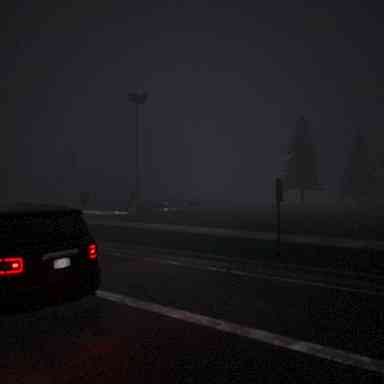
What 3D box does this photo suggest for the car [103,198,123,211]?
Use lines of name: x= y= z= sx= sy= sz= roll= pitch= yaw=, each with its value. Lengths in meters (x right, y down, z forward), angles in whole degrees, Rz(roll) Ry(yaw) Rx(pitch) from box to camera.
car: x=-8.850 y=1.585 z=43.602 sx=2.097 sy=1.767 sz=4.553 roll=-1 pitch=0 yaw=35

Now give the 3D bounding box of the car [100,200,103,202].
car: x=-11.698 y=1.783 z=45.600 sx=1.812 sy=1.442 sz=4.674 roll=0 pitch=0 yaw=34

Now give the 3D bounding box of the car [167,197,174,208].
car: x=-3.378 y=1.585 z=51.432 sx=2.097 sy=1.767 sz=4.553 roll=-1 pitch=0 yaw=35

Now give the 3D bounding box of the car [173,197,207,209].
car: x=-0.187 y=1.713 z=49.887 sx=1.837 sy=1.490 sz=4.892 roll=-1 pitch=0 yaw=35

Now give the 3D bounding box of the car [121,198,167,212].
car: x=-5.916 y=1.755 z=41.689 sx=2.033 sy=1.411 sz=5.357 roll=-1 pitch=0 yaw=35

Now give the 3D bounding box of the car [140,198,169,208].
car: x=-5.964 y=1.763 z=53.837 sx=1.837 sy=1.490 sz=4.892 roll=-1 pitch=0 yaw=35

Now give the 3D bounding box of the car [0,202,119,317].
car: x=-4.336 y=1.277 z=7.048 sx=5.566 sy=2.045 sz=2.150 roll=0 pitch=0 yaw=35

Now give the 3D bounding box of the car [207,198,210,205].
car: x=2.334 y=1.834 z=59.574 sx=1.895 sy=1.301 sz=4.718 roll=-1 pitch=0 yaw=35

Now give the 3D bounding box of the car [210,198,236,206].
car: x=5.897 y=1.755 z=58.577 sx=2.033 sy=1.411 sz=5.357 roll=-1 pitch=0 yaw=35

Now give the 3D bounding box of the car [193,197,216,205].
car: x=2.509 y=1.806 z=65.859 sx=2.033 sy=1.411 sz=5.357 roll=-1 pitch=0 yaw=35
